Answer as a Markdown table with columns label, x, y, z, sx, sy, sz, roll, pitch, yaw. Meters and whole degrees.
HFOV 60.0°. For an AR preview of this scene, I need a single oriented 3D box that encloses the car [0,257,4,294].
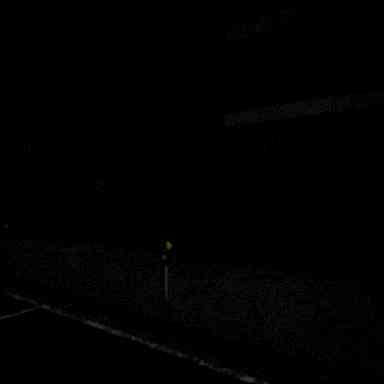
| label | x | y | z | sx | sy | sz | roll | pitch | yaw |
| --- | --- | --- | --- | --- | --- | --- | --- | --- | --- |
| car | -5.973 | 1.467 | 7.343 | 4.097 | 1.590 | 1.967 | 0 | 0 | 36 |
